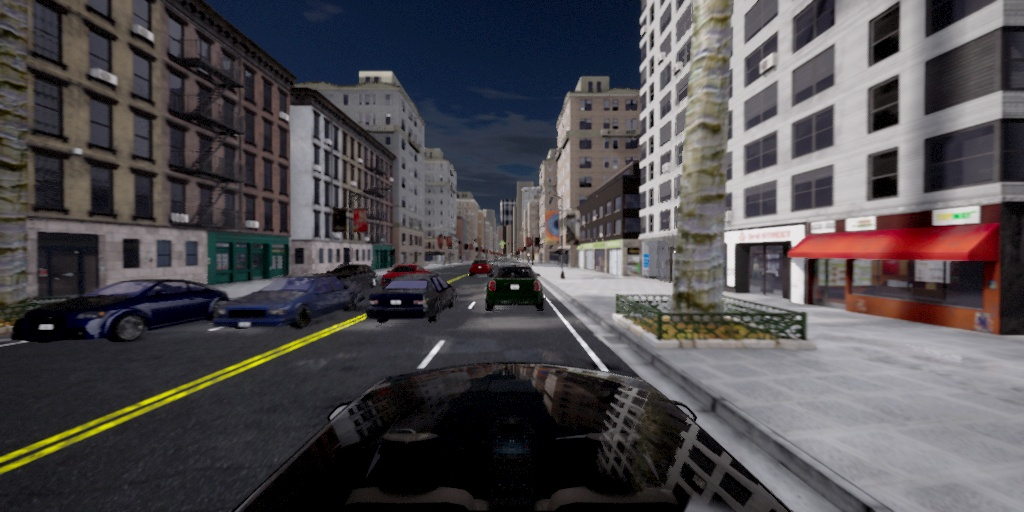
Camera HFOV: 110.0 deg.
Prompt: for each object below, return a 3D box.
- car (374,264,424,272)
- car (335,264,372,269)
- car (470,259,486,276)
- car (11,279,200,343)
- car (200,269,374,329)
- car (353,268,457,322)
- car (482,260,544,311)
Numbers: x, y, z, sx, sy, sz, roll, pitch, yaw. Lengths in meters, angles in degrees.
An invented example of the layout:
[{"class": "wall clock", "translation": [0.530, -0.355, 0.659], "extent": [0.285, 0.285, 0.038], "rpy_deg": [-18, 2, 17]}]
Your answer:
[{"class": "car", "translation": [-6.501, 1.256, 22.246], "extent": [1.882, 1.535, 5.008], "rpy_deg": [0, 0, 0]}, {"class": "car", "translation": [-9.756, 1.269, 21.693], "extent": [1.837, 1.490, 4.892], "rpy_deg": [0, 0, 0]}, {"class": "car", "translation": [-3.153, 1.128, 37.481], "extent": [2.097, 1.767, 4.553], "rpy_deg": [0, 0, 0]}, {"class": "car", "translation": [-9.836, 1.319, 9.577], "extent": [1.994, 1.385, 4.181], "rpy_deg": [0, 0, 1]}, {"class": "car", "translation": [-6.599, 1.303, 11.512], "extent": [2.033, 1.411, 5.357], "rpy_deg": [0, 0, 0]}, {"class": "car", "translation": [-3.152, 1.304, 12.243], "extent": [2.033, 1.411, 5.357], "rpy_deg": [0, 0, 0]}, {"class": "car", "translation": [0.099, 1.111, 14.714], "extent": [2.097, 1.767, 4.553], "rpy_deg": [0, 0, 0]}]
